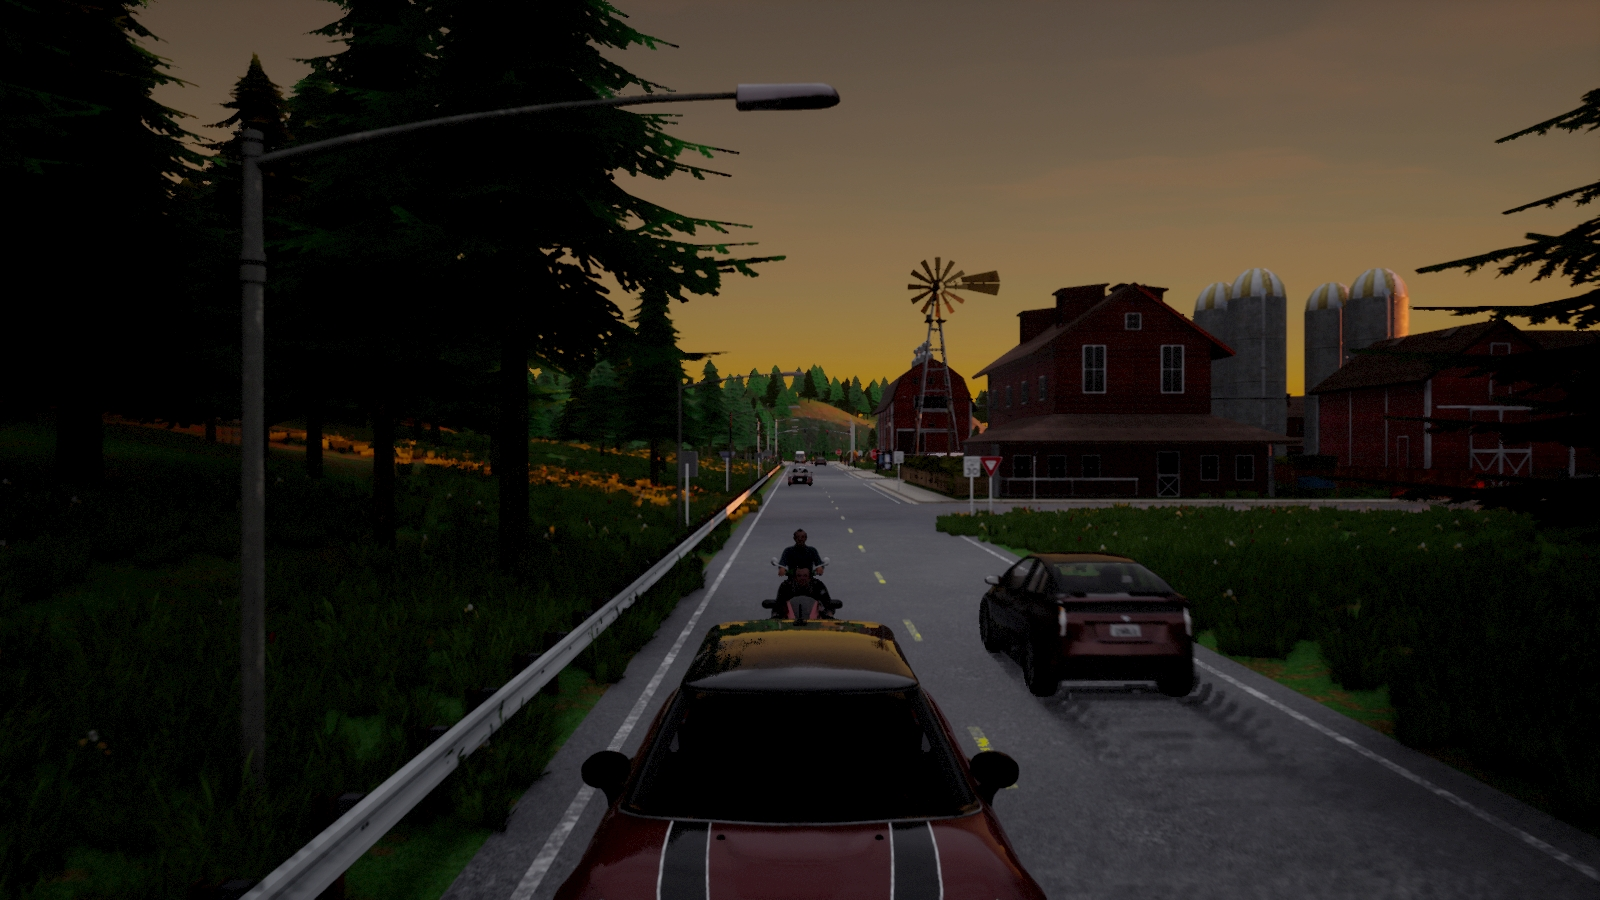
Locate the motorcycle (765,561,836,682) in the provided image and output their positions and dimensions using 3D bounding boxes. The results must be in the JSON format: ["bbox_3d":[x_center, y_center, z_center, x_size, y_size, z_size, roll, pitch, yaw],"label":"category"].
[{"bbox_3d":[0.013,2.205,15.078,0.867,1.251,2.209,0,0,0],"label":"motorcycle"}]

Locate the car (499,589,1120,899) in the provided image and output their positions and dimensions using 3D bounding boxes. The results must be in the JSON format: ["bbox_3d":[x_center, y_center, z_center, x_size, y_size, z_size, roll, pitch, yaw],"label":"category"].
[{"bbox_3d":[0.032,1.906,6.131,2.097,1.767,4.553,0,0,0],"label":"car"}]

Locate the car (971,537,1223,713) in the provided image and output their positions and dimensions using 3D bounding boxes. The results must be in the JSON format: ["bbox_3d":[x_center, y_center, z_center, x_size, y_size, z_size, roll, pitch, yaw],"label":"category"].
[{"bbox_3d":[3.500,2.040,14.429,2.007,1.525,4.514,0,0,0],"label":"car"}]

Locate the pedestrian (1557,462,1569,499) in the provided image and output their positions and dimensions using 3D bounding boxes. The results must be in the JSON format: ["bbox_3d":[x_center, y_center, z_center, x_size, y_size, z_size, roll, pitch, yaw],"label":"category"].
[{"bbox_3d":[38.629,1.555,57.859,0.375,1.860,0.375,0,0,-7],"label":"pedestrian"}]
